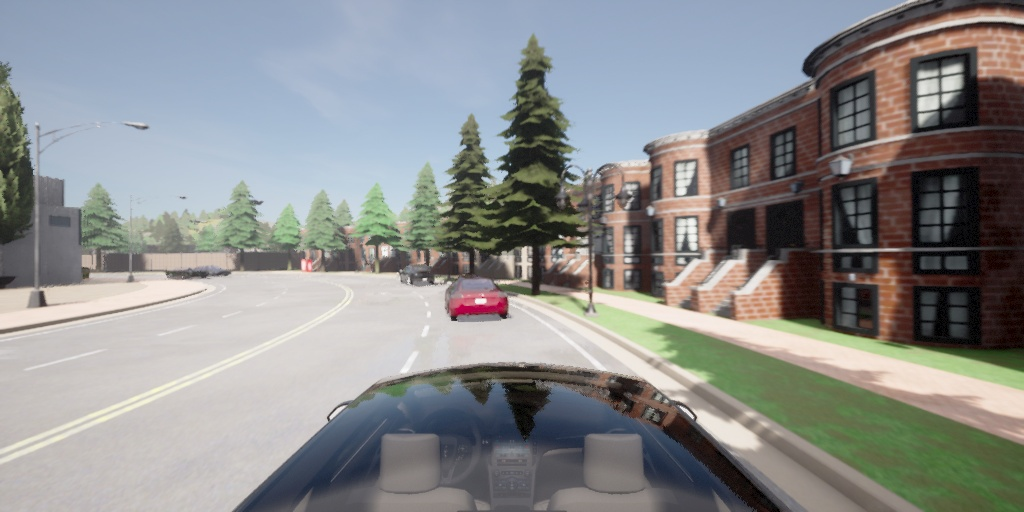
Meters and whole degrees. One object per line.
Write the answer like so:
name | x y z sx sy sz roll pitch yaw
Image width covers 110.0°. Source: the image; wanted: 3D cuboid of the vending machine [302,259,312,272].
vending machine | -29.877 1.462 52.298 0.880 2.100 1.100 0 0 22

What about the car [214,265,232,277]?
car | -36.072 1.815 42.811 5.357 1.411 2.033 -1 0 20

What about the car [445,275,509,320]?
car | -1.400 1.386 13.126 1.994 1.385 4.181 0 0 -12

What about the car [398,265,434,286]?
car | -7.607 1.461 28.283 1.837 1.490 4.892 0 0 -31

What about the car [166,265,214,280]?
car | -34.809 1.835 38.508 4.718 1.301 1.895 -1 0 23
